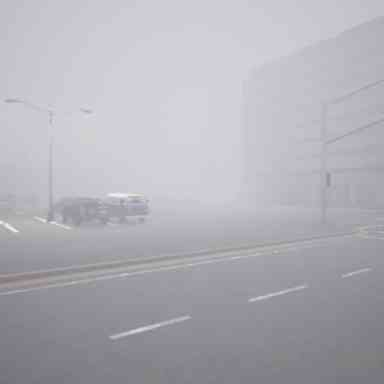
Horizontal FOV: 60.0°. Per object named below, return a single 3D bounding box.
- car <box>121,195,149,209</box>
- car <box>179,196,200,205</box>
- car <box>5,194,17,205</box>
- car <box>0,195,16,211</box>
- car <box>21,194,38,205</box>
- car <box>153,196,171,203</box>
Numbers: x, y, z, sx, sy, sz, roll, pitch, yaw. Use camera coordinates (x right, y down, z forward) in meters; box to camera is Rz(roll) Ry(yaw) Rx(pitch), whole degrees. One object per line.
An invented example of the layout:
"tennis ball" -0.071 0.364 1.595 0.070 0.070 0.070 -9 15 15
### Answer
"car" -9.046 1.604 54.112 2.033 1.411 5.357 0 0 -35
"car" -0.455 1.536 60.318 1.882 1.535 5.008 0 0 -35
"car" -29.516 1.209 53.808 1.905 1.878 3.866 0 0 -35
"car" -21.701 1.449 37.954 1.970 1.475 3.806 0 0 -35
"car" -27.115 1.207 55.425 1.932 1.855 4.605 0 0 -35
"car" -6.272 1.535 68.468 1.882 1.535 5.008 0 0 -35
